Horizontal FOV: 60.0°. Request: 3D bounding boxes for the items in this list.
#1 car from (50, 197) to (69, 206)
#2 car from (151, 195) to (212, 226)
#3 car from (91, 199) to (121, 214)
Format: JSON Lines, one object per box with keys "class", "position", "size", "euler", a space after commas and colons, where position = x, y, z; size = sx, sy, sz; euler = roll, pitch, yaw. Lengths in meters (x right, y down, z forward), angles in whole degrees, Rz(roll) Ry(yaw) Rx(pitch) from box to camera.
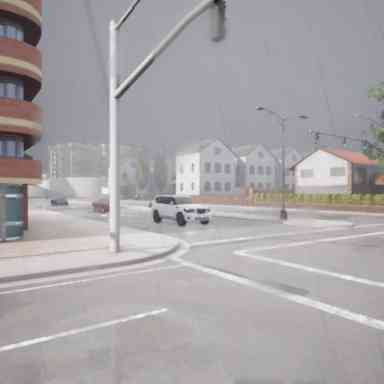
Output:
{"class": "car", "position": [-21.274, 1.538, 53.243], "size": [2.033, 1.411, 5.357], "euler": [0, 0, -35]}
{"class": "car", "position": [-0.910, 1.213, 23.622], "size": [2.150, 2.045, 5.566], "euler": [0, 0, -35]}
{"class": "car", "position": [-9.290, 1.468, 35.742], "size": [1.882, 1.535, 5.008], "euler": [0, 1, -35]}
